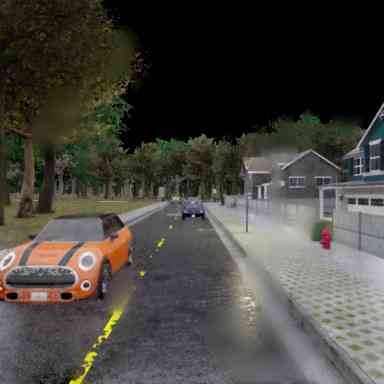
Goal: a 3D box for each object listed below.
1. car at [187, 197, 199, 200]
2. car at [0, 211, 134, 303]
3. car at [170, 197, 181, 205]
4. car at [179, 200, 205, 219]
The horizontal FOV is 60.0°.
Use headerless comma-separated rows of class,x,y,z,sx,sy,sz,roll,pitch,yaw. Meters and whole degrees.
car,0.103,1.375,42.213,2.097,1.767,4.553,0,0,0
car,-2.847,1.352,8.435,2.097,1.767,4.553,0,0,0
car,-2.777,1.568,58.664,1.812,1.442,4.674,0,0,1
car,0.104,1.610,28.750,1.895,1.301,4.718,0,0,0
